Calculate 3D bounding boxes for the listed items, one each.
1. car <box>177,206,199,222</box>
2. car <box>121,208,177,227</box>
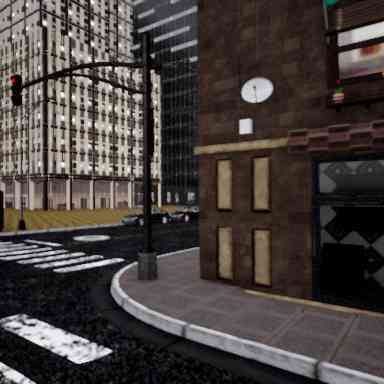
[{"bbox_3d":[-0.345,1.985,30.522,2.008,1.369,4.403,-2,-2,35],"label":"car"},{"bbox_3d":[-3.553,1.904,25.969,2.008,1.369,4.403,-2,-2,35],"label":"car"}]
